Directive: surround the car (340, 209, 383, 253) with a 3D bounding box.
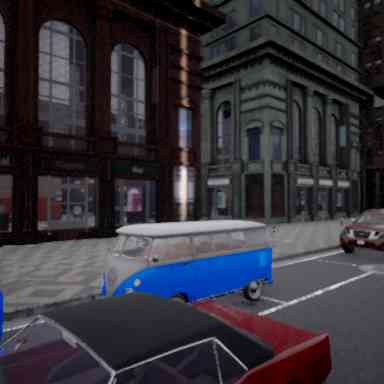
[{"bbox_3d":[8.449,1.684,14.659,5.009,1.841,2.192,1,-2,-42],"label":"car"}]

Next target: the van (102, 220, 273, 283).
[{"bbox_3d":[0.062,1.530,7.129,3.998,1.788,1.690,1,-2,-42],"label":"van"}]

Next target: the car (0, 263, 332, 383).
[{"bbox_3d":[-0.832,1.676,2.609,4.718,1.301,1.895,1,-2,-42],"label":"car"}]

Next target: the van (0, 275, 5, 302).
[{"bbox_3d":[-4.132,1.441,3.364,3.998,1.788,1.690,1,-2,-42],"label":"van"}]
